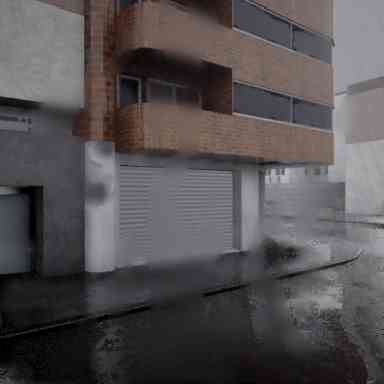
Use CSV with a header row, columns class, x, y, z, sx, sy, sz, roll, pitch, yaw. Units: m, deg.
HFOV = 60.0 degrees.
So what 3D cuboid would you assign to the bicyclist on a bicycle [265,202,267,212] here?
class,x,y,z,sx,sy,sz,roll,pitch,yaw
bicyclist on a bicycle,7.223,1.349,34.565,1.656,1.620,0.582,0,0,-36
